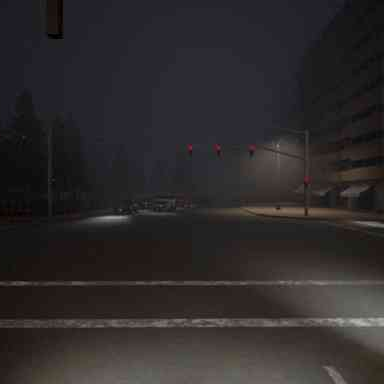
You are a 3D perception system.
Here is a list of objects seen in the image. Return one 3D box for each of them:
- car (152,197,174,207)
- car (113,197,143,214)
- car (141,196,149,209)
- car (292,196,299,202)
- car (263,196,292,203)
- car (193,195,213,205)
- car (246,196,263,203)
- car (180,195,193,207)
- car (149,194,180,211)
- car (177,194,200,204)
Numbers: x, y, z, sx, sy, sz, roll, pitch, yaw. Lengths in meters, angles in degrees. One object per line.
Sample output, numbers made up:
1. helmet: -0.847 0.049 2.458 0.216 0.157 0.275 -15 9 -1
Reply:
1. car: -4.622 1.526 53.073 1.812 1.442 4.674 0 0 18
2. car: -6.930 1.492 34.922 2.128 1.511 4.902 0 0 2
3. car: -6.370 1.352 44.364 2.097 1.767 4.553 0 0 7
4. car: 21.938 1.525 73.634 4.902 1.511 2.128 0 0 -22
5. car: 17.146 1.478 66.420 5.008 1.535 1.882 0 0 -38
6. car: 2.071 1.492 59.867 2.128 1.511 4.902 0 0 30
7. car: 13.142 1.478 68.108 5.008 1.535 1.882 0 0 -41
8. car: -1.813 1.352 50.398 2.097 1.767 4.553 0 0 16
9. car: -3.273 1.222 40.379 2.150 2.045 5.566 0 0 5
10. car: -0.565 1.353 62.192 2.097 1.767 4.553 0 0 32
